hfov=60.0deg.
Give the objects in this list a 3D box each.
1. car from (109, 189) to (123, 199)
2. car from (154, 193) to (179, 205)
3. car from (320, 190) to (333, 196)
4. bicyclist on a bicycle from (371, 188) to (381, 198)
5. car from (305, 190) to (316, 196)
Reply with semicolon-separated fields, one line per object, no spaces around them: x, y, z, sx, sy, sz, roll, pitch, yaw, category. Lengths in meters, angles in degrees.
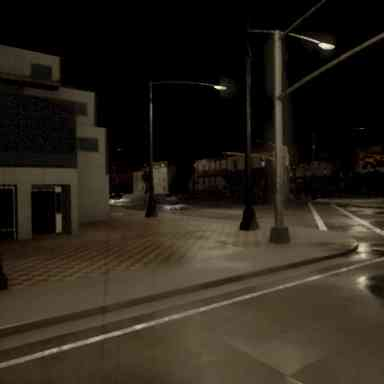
-13.670;0.300;57.551;2.097;1.767;4.553;-1;2;-36;car
-3.551;0.914;43.555;1.812;1.442;4.674;-1;2;-36;car
31.510;0.144;78.122;2.033;1.411;5.357;-1;1;9;car
32.389;0.180;58.669;1.656;1.620;0.582;-1;1;9;bicyclist on a bicycle
28.052;0.176;78.664;2.128;1.511;4.902;-1;1;9;car
